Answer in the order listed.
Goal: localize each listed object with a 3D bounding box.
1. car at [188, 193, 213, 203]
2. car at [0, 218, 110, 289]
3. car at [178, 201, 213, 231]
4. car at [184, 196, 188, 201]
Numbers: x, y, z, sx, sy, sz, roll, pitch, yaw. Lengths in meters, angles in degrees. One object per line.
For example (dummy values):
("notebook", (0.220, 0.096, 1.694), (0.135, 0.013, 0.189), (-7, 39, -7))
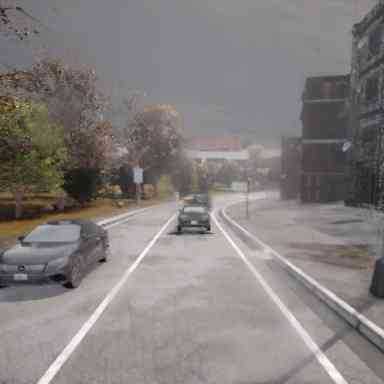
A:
("car", (1.329, 1.105, 40.592), (2.150, 2.045, 5.566), (1, 1, 8))
("car", (-3.576, 1.510, 9.257), (1.812, 1.442, 4.674), (0, 0, 0))
("car", (0.126, 1.464, 19.689), (1.812, 1.442, 4.674), (0, -1, 0))
("car", (0.112, 1.088, 52.669), (1.882, 1.535, 5.008), (2, 2, 16))
